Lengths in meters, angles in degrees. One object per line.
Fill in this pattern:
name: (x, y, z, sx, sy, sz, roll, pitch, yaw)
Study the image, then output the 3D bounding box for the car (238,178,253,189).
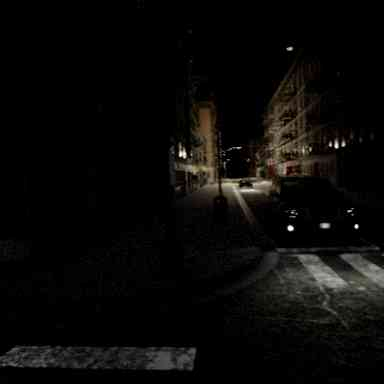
car: (7.745, -1.264, 48.454, 2.128, 1.511, 4.902, -2, 3, 6)

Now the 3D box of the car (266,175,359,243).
car: (3.987, 0.432, 12.011, 2.150, 2.045, 5.566, -2, 3, 6)
